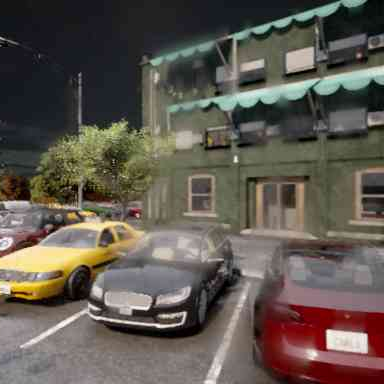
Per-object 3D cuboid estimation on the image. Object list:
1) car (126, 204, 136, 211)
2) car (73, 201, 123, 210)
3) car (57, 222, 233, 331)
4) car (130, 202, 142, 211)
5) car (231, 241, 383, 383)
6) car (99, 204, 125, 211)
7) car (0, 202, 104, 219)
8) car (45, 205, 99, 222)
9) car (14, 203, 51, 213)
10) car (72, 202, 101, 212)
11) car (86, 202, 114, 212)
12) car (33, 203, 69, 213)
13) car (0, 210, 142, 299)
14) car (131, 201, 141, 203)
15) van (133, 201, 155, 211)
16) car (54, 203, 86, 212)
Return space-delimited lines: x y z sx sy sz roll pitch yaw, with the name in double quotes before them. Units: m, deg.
"car" -9.880 2.519 41.549 4.674 1.452 2.002 1 -1 15
"car" -11.572 2.129 39.083 5.566 2.045 2.435 1 -1 15
"car" -0.294 1.485 7.153 2.231 1.521 4.892 1 -1 16
"car" -8.144 2.573 44.026 5.008 1.535 2.097 1 -1 15
"car" 2.119 1.516 5.458 2.163 1.488 4.792 0 -1 16
"car" -15.658 3.010 65.059 4.674 1.452 2.002 0 -2 15
"car" -5.095 1.355 10.617 2.185 1.767 4.553 1 -1 16
"car" -13.158 2.275 36.556 5.366 1.575 1.946 2 -2 15
"car" -24.843 2.483 51.807 4.892 1.521 2.231 0 -2 15
"car" -19.075 2.664 60.181 4.553 1.767 2.185 0 -2 15
"car" -17.321 2.754 62.603 4.553 1.767 2.185 0 -2 15
"car" -23.094 2.582 54.638 5.366 1.575 1.946 0 -2 15
"car" -2.741 1.477 8.688 1.946 1.575 5.366 1 -1 15
"car" -13.990 2.809 67.515 5.566 2.045 2.435 0 -2 15
"van" -10.462 3.014 72.376 4.442 1.987 1.878 0 -2 15
"car" -20.952 2.717 57.378 4.792 1.488 2.163 0 -2 15
